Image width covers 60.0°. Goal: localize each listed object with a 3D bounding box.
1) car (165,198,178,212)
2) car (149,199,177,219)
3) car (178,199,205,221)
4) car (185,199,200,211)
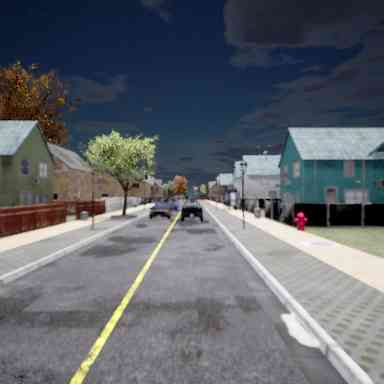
[{"bbox_3d":[-2.748,1.506,41.779,2.097,1.767,4.553,0,0,0],"label":"car"},{"bbox_3d":[-2.747,1.643,30.325,2.033,1.411,5.357,0,0,0],"label":"car"},{"bbox_3d":[0.028,1.591,28.464,1.837,1.490,4.892,0,0,1],"label":"car"},{"bbox_3d":[0.075,1.695,44.200,1.812,1.442,4.674,0,0,0],"label":"car"}]
